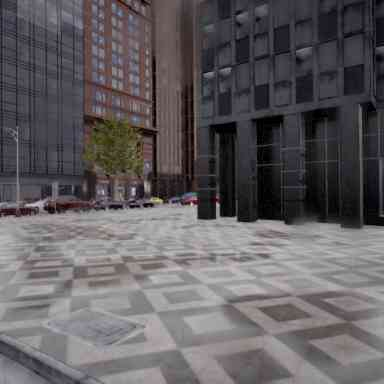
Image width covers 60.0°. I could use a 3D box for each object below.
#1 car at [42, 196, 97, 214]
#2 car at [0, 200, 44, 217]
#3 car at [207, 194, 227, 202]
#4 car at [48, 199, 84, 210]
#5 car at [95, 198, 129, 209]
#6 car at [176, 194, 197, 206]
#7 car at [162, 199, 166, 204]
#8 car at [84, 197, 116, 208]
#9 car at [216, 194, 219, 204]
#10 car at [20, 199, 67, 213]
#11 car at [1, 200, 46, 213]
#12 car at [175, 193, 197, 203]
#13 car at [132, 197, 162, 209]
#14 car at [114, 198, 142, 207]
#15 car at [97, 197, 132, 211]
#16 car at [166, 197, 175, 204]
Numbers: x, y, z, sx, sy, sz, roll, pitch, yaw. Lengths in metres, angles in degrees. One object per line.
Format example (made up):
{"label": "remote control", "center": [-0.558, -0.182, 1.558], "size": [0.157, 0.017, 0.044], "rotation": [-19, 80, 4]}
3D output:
{"label": "car", "center": [-12.811, 1.291, 34.457], "size": [2.192, 1.841, 5.009], "rotation": [-1, 0, 35]}
{"label": "car", "center": [-16.013, 1.577, 29.816], "size": [1.802, 1.307, 4.206], "rotation": [-1, 0, 35]}
{"label": "car", "center": [5.816, 1.297, 76.426], "size": [2.192, 1.841, 5.009], "rotation": [-1, 0, 35]}
{"label": "car", "center": [-16.616, 1.643, 43.943], "size": [1.802, 1.307, 4.206], "rotation": [-1, 0, 35]}
{"label": "car", "center": [-11.196, 1.538, 46.932], "size": [1.812, 1.442, 4.674], "rotation": [-1, 0, 35]}
{"label": "car", "center": [0.008, 1.463, 53.014], "size": [1.887, 1.381, 4.507], "rotation": [-1, 0, 35]}
{"label": "car", "center": [-7.099, 1.546, 57.723], "size": [1.752, 1.417, 4.829], "rotation": [-1, 0, 35]}
{"label": "car", "center": [-13.413, 1.485, 48.583], "size": [1.967, 1.590, 4.097], "rotation": [-1, 0, 35]}
{"label": "car", "center": [3.211, 1.223, 57.655], "size": [2.192, 1.841, 5.009], "rotation": [-1, 0, 35]}
{"label": "car", "center": [-17.051, 1.568, 38.465], "size": [1.812, 1.442, 4.674], "rotation": [-1, 0, 34]}
{"label": "car", "center": [-19.821, 1.643, 39.303], "size": [1.947, 1.339, 4.313], "rotation": [-1, 0, 35]}
{"label": "car", "center": [0.134, 1.158, 57.742], "size": [2.150, 2.045, 5.566], "rotation": [-1, -1, 36]}
{"label": "car", "center": [-6.400, 1.510, 43.734], "size": [1.947, 1.339, 4.313], "rotation": [-1, 0, 35]}
{"label": "car", "center": [-10.206, 1.614, 53.223], "size": [1.802, 1.307, 4.206], "rotation": [-1, 0, 35]}
{"label": "car", "center": [-9.604, 1.525, 39.095], "size": [1.947, 1.339, 4.313], "rotation": [-1, 0, 35]}
{"label": "car", "center": [-3.797, 1.575, 62.504], "size": [1.947, 1.339, 4.313], "rotation": [-1, 0, 35]}
